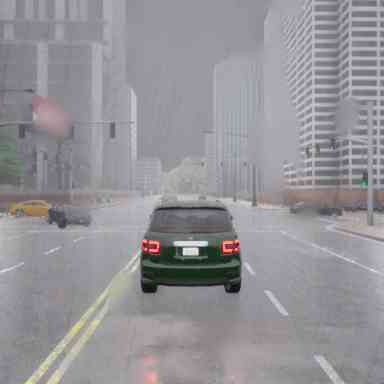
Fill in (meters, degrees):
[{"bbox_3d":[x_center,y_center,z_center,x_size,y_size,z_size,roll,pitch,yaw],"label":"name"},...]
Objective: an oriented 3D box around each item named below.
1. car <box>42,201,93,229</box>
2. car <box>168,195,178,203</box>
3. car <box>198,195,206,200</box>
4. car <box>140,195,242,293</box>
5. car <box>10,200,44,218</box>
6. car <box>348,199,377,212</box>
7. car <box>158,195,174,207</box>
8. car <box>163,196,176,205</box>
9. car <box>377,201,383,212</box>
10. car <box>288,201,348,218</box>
[{"bbox_3d":[-8.115,1.504,22.052,1.837,1.490,4.892,5,-3,-37],"label":"car"},{"bbox_3d":[-4.105,1.495,72.166,1.837,1.490,4.892,0,0,0],"label":"car"},{"bbox_3d":[2.737,1.494,90.590,1.837,1.490,4.892,0,0,0],"label":"car"},{"bbox_3d":[-0.021,1.221,8.980,2.150,2.045,5.566,0,0,0],"label":"car"},{"bbox_3d":[-13.455,1.475,29.687,5.008,1.535,1.882,0,0,-1],"label":"car"},{"bbox_3d":[19.466,1.545,37.347,5.357,1.411,2.033,0,0,-1],"label":"car"},{"bbox_3d":[-4.026,1.349,52.238,2.097,1.767,4.553,0,0,0],"label":"car"},{"bbox_3d":[-4.082,1.543,61.861,2.033,1.411,5.357,0,0,0],"label":"car"},{"bbox_3d":[22.134,1.475,33.882,5.008,1.535,1.882,0,0,-1],"label":"car"},{"bbox_3d":[11.105,1.524,30.030,4.674,1.442,1.812,0,0,-1],"label":"car"}]
